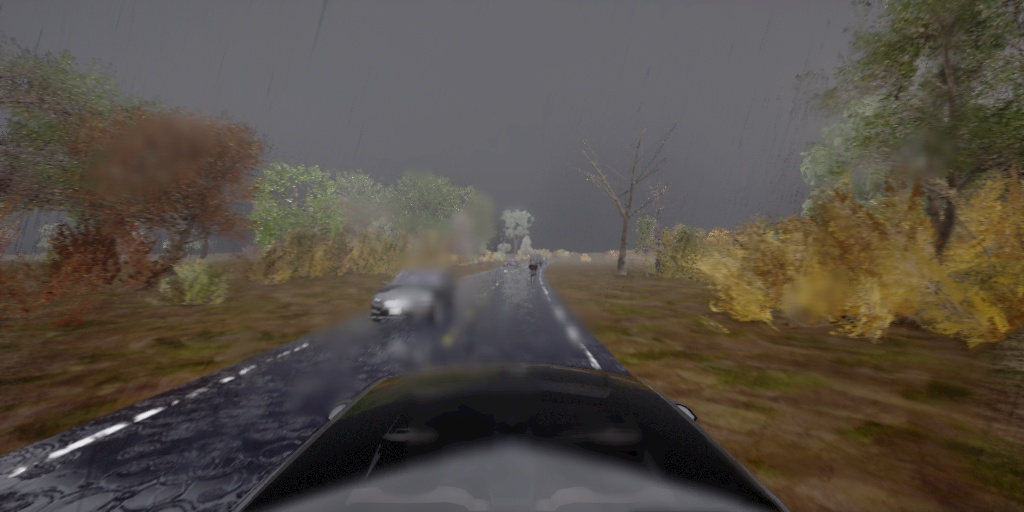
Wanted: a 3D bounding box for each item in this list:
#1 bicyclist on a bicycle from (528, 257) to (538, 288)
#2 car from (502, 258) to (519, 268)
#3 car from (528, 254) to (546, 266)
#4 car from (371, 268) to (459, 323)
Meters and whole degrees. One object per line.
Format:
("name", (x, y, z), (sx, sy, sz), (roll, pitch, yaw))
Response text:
("bicyclist on a bicycle", (1.268, 1.002, 21.386), (0.659, 1.776, 1.843), (0, 0, 3))
("car", (-0.163, 1.002, 51.893), (1.994, 1.385, 4.181), (0, 0, 7))
("car", (4.015, 0.629, 60.224), (2.150, 2.045, 5.566), (0, 0, 8))
("car", (-2.956, 1.164, 11.805), (2.128, 1.511, 4.902), (0, 0, 1))
